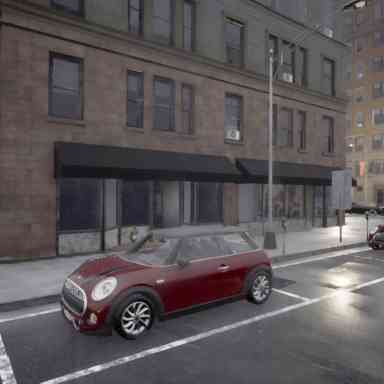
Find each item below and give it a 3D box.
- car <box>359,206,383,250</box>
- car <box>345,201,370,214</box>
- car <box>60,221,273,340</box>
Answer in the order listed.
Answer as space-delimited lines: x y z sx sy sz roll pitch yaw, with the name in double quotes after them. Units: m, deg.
8.598 1.445 12.845 4.097 1.590 1.967 0 0 -35 "car"
15.557 1.531 30.707 1.895 1.301 4.718 1 0 -36 "car"
-0.362 1.441 6.488 4.097 1.590 1.967 0 0 -35 "car"
